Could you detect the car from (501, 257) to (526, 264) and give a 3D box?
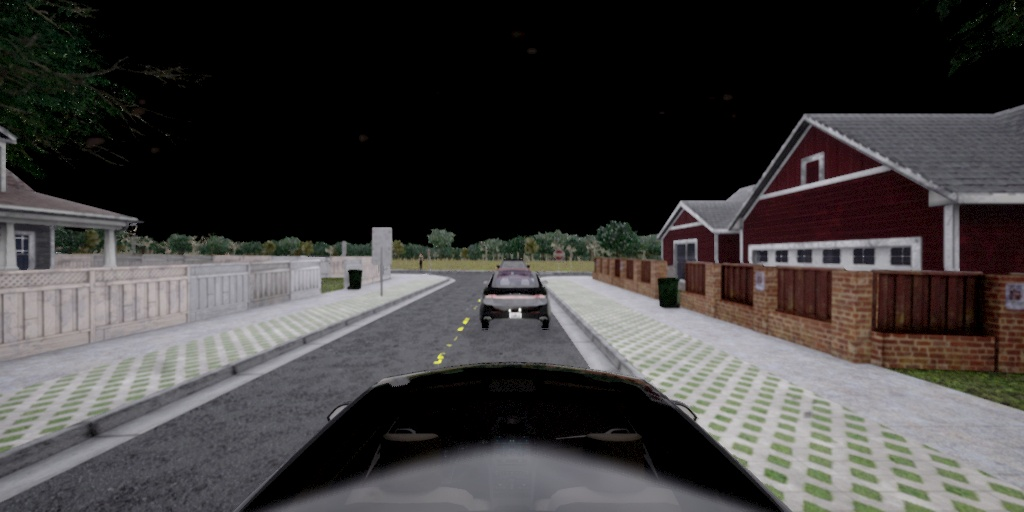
[{"bbox_3d":[0.083,0.959,22.286,2.097,1.767,4.553,0,0,0],"label":"car"}]

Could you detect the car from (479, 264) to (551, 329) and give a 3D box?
[{"bbox_3d":[0.093,1.177,10.920,2.128,1.511,4.902,0,0,0],"label":"car"}]

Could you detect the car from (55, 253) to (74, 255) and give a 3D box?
[{"bbox_3d":[-44.607,0.472,34.949,4.892,1.490,1.837,1,0,0],"label":"car"}]

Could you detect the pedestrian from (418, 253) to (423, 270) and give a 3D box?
[{"bbox_3d":[-9.703,0.565,38.135,0.375,1.860,0.375,0,-1,0],"label":"pedestrian"}]
